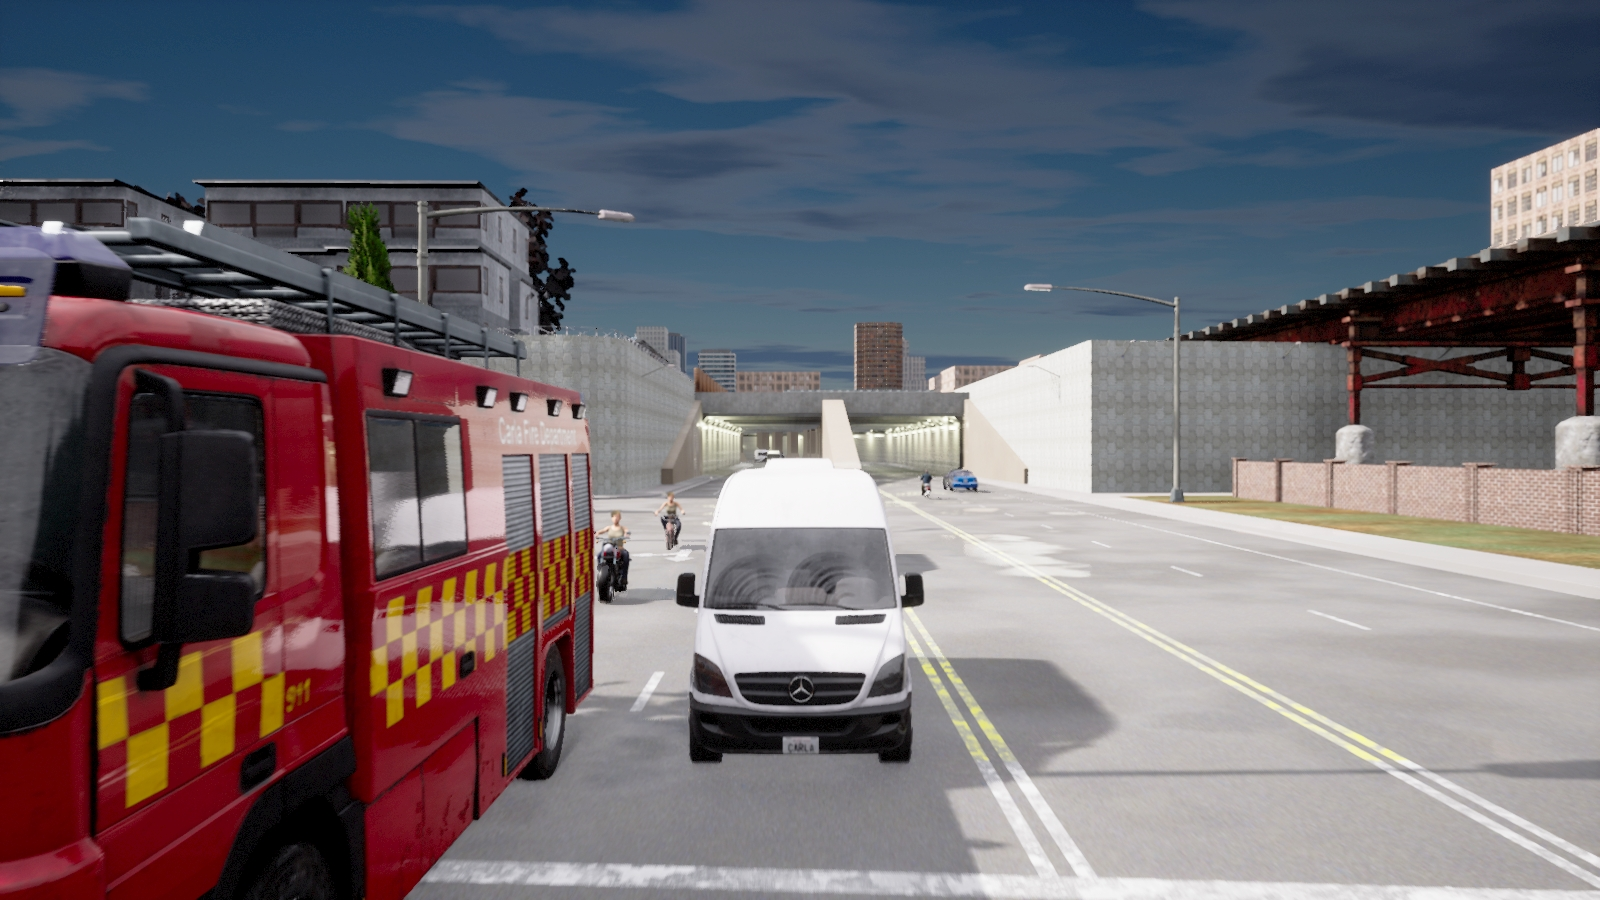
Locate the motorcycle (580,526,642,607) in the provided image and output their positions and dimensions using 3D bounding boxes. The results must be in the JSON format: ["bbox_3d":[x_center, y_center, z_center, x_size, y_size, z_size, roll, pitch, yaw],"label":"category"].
[{"bbox_3d":[-3.507,2.137,21.417,0.764,1.277,2.356,0,0,0],"label":"motorcycle"}]

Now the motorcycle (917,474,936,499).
[{"bbox_3d":[7.017,2.029,63.314,0.856,1.341,1.805,0,0,0],"label":"motorcycle"}]

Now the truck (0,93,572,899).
[{"bbox_3d":[-3.729,0.879,7.062,2.891,3.827,8.468,0,0,0],"label":"truck"}]

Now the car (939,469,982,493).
[{"bbox_3d":[10.506,1.986,75.051,2.033,1.411,5.357,0,0,0],"label":"car"}]

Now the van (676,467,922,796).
[{"bbox_3d":[-0.003,1.513,12.189,1.988,2.561,5.915,0,0,0],"label":"van"}]
